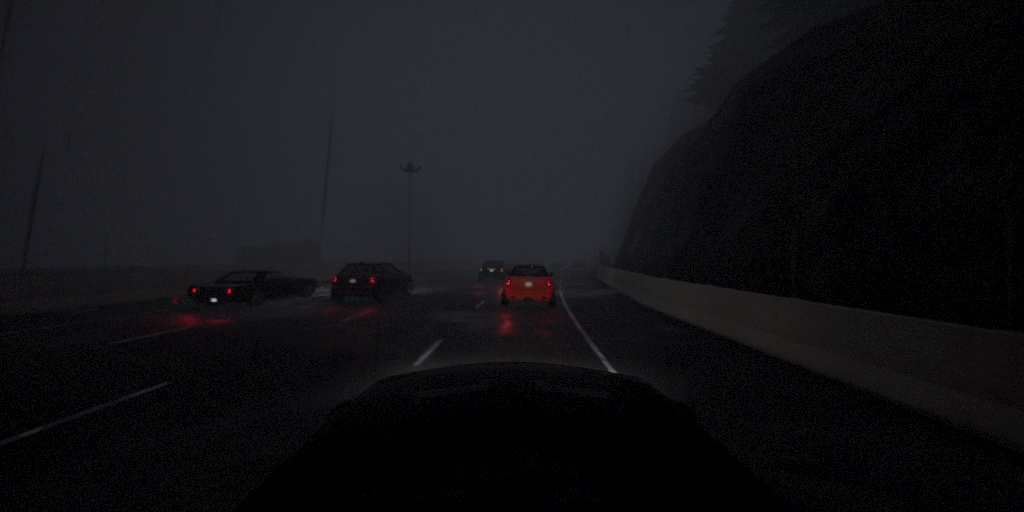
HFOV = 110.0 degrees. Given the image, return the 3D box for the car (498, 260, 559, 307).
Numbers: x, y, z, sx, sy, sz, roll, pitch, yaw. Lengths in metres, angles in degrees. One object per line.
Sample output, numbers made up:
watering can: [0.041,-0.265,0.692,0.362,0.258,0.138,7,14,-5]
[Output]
car: [0.801,1.111,15.907,2.097,1.767,4.553,1,0,4]

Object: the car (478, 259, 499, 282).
car: [-1.168,1.088,28.014,2.097,1.767,4.553,1,0,9]

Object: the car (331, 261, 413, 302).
car: [-6.250,1.032,16.591,2.097,1.767,4.553,1,0,5]

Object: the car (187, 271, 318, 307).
car: [-10.135,1.237,14.615,1.895,1.301,4.718,1,0,5]

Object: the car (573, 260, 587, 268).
car: [11.970,1.373,63.012,2.128,1.511,4.902,1,0,22]

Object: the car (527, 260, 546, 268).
car: [4.399,1.398,63.678,1.895,1.301,4.718,1,0,22]

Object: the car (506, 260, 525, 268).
car: [0.624,1.356,63.611,1.895,1.301,4.718,1,0,21]

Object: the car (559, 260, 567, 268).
car: [8.301,1.405,63.464,1.994,1.385,4.181,1,0,22]
